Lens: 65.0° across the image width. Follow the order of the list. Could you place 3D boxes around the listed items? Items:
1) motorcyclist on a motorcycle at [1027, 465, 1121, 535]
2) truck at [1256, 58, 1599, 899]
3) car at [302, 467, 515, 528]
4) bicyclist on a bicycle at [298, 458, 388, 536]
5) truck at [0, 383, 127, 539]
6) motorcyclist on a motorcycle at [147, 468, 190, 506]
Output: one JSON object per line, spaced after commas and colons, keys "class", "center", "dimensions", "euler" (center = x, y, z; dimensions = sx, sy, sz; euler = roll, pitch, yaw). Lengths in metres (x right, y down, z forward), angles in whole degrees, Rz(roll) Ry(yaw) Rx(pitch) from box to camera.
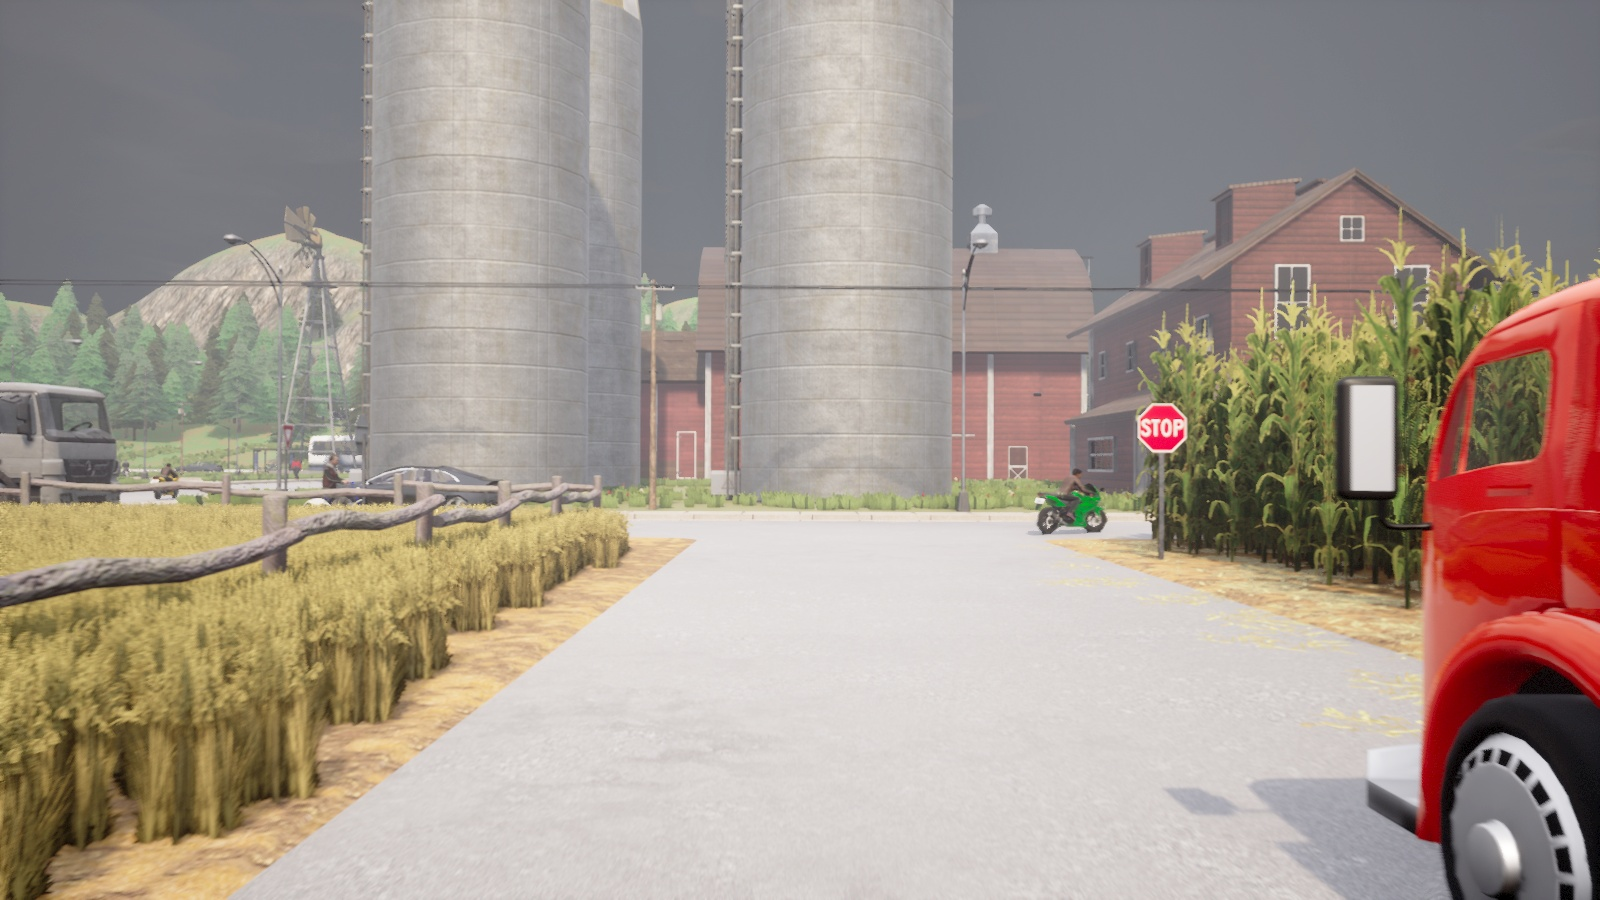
{"class": "motorcyclist on a motorcycle", "center": [6.282, 1.123, 28.801], "dimensions": [2.044, 1.523, 0.797], "euler": [0, 2, -28]}
{"class": "truck", "center": [3.092, 0.352, 2.250], "dimensions": [2.627, 2.467, 5.204], "euler": [0, -1, 0]}
{"class": "car", "center": [-10.114, 1.205, 32.734], "dimensions": [4.902, 1.511, 2.128], "euler": [0, -1, 0]}
{"class": "bicyclist on a bicycle", "center": [-10.636, 1.084, 29.241], "dimensions": [1.843, 1.776, 0.659], "euler": [0, -1, 0]}
{"class": "truck", "center": [-20.388, 0.269, 29.194], "dimensions": [7.936, 3.462, 2.891], "euler": [0, -1, 0]}
{"class": "motorcyclist on a motorcycle", "center": [-26.114, 1.504, 51.952], "dimensions": [0.797, 1.523, 2.044], "euler": [0, -1, -1]}
